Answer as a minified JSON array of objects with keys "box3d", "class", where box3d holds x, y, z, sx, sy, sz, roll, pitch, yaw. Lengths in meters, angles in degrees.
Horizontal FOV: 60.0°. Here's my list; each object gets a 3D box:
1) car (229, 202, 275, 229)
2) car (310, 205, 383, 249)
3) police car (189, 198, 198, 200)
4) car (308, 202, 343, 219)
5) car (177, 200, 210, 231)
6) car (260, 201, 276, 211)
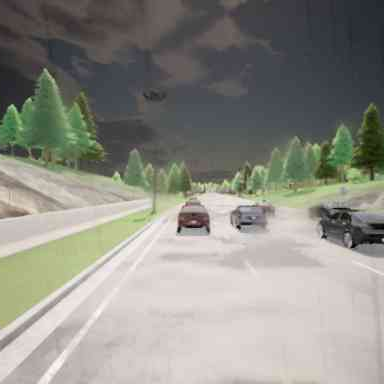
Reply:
[{"box3d":[3.592,1.558,21.778,2.033,1.411,5.357,0,0,0],"class":"car"},{"box3d":[7.095,1.513,14.565,1.837,1.490,4.892,0,0,0],"class":"car"},{"box3d":[0.172,1.522,39.852,2.038,1.542,4.974,0,0,1],"class":"police car"},{"box3d":[10.591,1.506,25.968,2.128,1.511,4.902,0,0,0],"class":"car"},{"box3d":[0.092,1.487,20.568,1.882,1.535,5.008,0,0,0],"class":"car"},{"box3d":[7.099,1.617,33.964,1.895,1.301,4.718,0,0,0],"class":"car"}]
